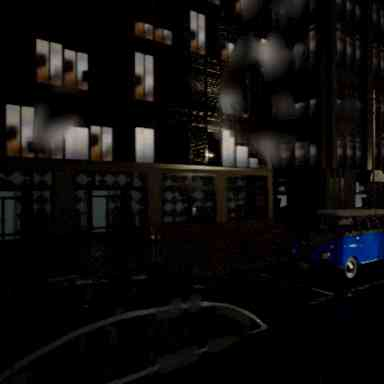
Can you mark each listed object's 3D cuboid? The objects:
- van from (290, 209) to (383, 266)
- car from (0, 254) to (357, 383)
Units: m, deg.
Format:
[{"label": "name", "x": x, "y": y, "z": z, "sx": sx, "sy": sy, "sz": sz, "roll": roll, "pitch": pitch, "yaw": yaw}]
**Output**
[{"label": "van", "x": 4.616, "y": 1.404, "z": 9.867, "sx": 3.998, "sy": 1.788, "sz": 1.690, "roll": 0, "pitch": -1, "yaw": -35}, {"label": "car", "x": -0.976, "y": 1.496, "z": 2.633, "sx": 4.902, "sy": 1.511, "sz": 2.128, "roll": 0, "pitch": 0, "yaw": -35}]
